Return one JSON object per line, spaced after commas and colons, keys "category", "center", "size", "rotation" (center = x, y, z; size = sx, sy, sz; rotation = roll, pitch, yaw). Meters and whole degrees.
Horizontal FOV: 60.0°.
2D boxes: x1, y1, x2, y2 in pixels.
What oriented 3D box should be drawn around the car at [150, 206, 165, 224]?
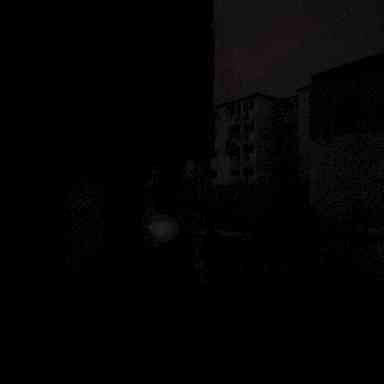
{"category": "car", "center": [-3.765, 1.643, 24.886], "size": [1.994, 1.385, 4.181], "rotation": [0, 0, -36]}
